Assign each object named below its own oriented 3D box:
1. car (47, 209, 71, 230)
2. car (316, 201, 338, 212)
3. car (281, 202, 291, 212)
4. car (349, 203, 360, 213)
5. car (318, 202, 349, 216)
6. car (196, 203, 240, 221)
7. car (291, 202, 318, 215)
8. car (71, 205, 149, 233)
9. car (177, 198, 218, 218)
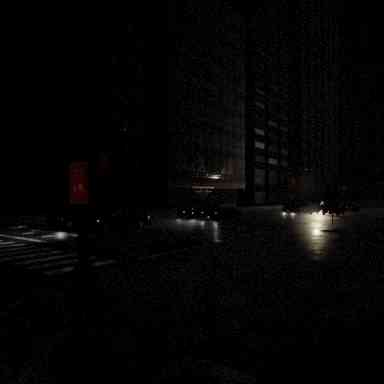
[{"bbox_3d":[-7.614,1.713,23.298,1.882,1.535,5.008,0,-1,36],"label":"car"},{"bbox_3d":[20.895,2.233,51.348,2.128,1.511,4.902,0,-1,36],"label":"car"},{"bbox_3d":[14.879,2.224,48.602,2.033,1.411,5.357,0,-1,36],"label":"car"},{"bbox_3d":[23.526,2.276,49.439,2.033,1.411,5.357,0,-1,36],"label":"car"},{"bbox_3d":[17.481,2.094,41.028,1.837,1.490,4.892,0,-1,36],"label":"car"},{"bbox_3d":[2.796,2.002,32.089,1.895,1.301,4.718,0,-1,36],"label":"car"},{"bbox_3d":[15.075,2.154,43.246,2.033,1.411,5.357,0,-1,36],"label":"car"},{"bbox_3d":[-4.874,1.717,21.545,2.128,1.511,4.902,0,-1,36],"label":"car"},{"bbox_3d":[0.818,1.651,34.907,2.150,2.045,5.566,0,-1,36],"label":"car"}]
